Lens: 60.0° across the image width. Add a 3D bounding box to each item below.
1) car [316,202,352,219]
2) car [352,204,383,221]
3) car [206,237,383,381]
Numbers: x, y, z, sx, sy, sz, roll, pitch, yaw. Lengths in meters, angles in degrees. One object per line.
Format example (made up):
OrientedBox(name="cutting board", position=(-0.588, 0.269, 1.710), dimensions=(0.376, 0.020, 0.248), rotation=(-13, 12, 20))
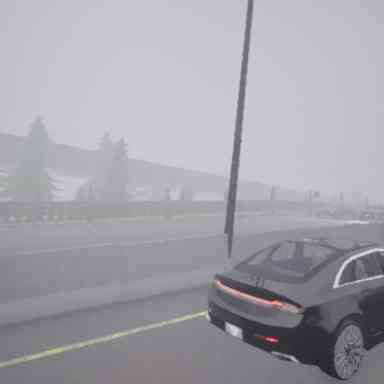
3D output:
OrientedBox(name="car", position=(13.370, 1.682, 30.472), dimensions=(4.674, 1.442, 1.812), rotation=(1, -1, -35))
OrientedBox(name="car", position=(15.726, 1.742, 27.849), dimensions=(4.181, 1.385, 1.994), rotation=(1, -1, -35))
OrientedBox(name="car", position=(2.502, 1.516, 5.510), dimensions=(4.902, 1.511, 2.128), rotation=(0, 0, -35))
